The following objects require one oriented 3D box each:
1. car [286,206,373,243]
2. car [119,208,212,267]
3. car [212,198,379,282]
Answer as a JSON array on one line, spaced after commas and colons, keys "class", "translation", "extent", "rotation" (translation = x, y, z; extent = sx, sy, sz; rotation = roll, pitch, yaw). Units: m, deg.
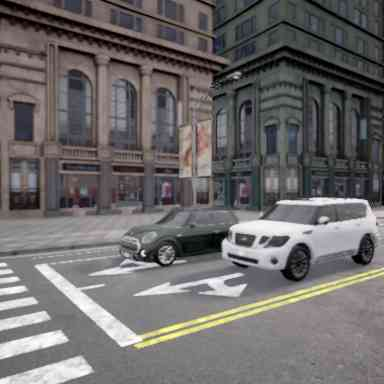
[{"class": "car", "translation": [6.929, 1.521, 16.588], "extent": [4.674, 1.442, 1.812], "rotation": [0, 0, -35]}, {"class": "car", "translation": [-0.174, 1.350, 11.575], "extent": [4.553, 1.767, 2.097], "rotation": [0, 0, -35]}, {"class": "car", "translation": [3.525, 1.219, 10.182], "extent": [5.566, 2.045, 2.150], "rotation": [0, 0, -35]}]
